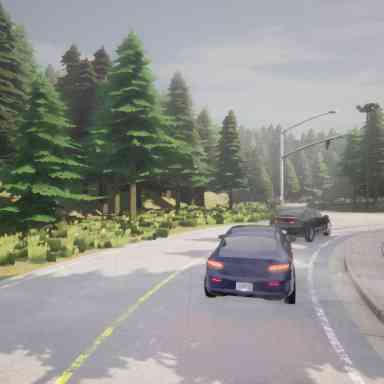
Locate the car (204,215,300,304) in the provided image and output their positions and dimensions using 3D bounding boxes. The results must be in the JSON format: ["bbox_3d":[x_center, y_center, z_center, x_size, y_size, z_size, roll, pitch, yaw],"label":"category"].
[{"bbox_3d":[1.541,1.526,8.166,1.812,1.442,4.674,0,0,15],"label":"car"}]

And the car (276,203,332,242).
[{"bbox_3d":[5.467,1.505,16.535,1.837,1.490,4.892,0,0,37],"label":"car"}]

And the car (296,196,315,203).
[{"bbox_3d":[22.311,1.517,65.054,4.902,1.511,2.128,0,0,-42],"label":"car"}]

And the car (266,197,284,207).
[{"bbox_3d":[13.606,1.552,54.296,1.812,1.442,4.674,0,0,27],"label":"car"}]

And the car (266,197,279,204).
[{"bbox_3d":[11.039,1.532,44.306,1.837,1.490,4.892,0,0,5],"label":"car"}]
